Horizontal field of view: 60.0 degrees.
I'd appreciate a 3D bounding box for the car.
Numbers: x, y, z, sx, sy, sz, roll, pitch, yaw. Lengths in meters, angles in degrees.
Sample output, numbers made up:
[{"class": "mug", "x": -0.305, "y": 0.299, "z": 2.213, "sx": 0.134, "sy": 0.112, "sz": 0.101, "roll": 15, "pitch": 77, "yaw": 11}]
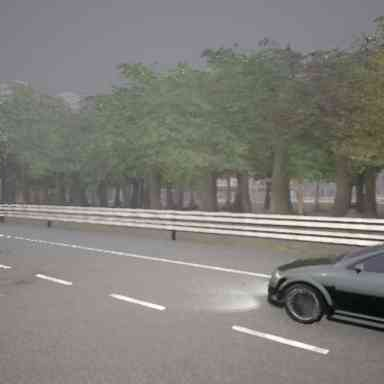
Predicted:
[{"class": "car", "x": 3.456, "y": 1.568, "z": 5.709, "sx": 4.181, "sy": 1.385, "sz": 1.994, "roll": 0, "pitch": 0, "yaw": 35}]
